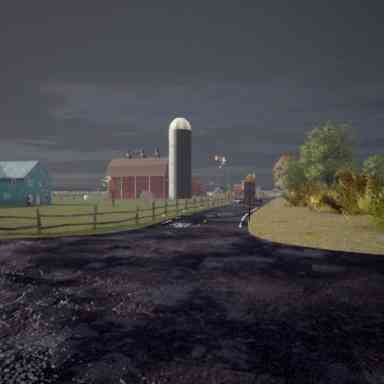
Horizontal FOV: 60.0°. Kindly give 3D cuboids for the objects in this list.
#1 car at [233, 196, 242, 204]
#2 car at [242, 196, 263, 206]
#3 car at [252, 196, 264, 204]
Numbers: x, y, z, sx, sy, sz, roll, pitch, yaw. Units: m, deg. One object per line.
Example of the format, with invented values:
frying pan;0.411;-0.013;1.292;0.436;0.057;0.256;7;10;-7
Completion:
car;8.721;1.479;60.655;2.128;1.511;4.902;0;0;15
car;10.256;1.483;55.899;2.128;1.511;4.902;0;0;15
car;13.040;1.568;65.944;1.994;1.385;4.181;0;0;15
